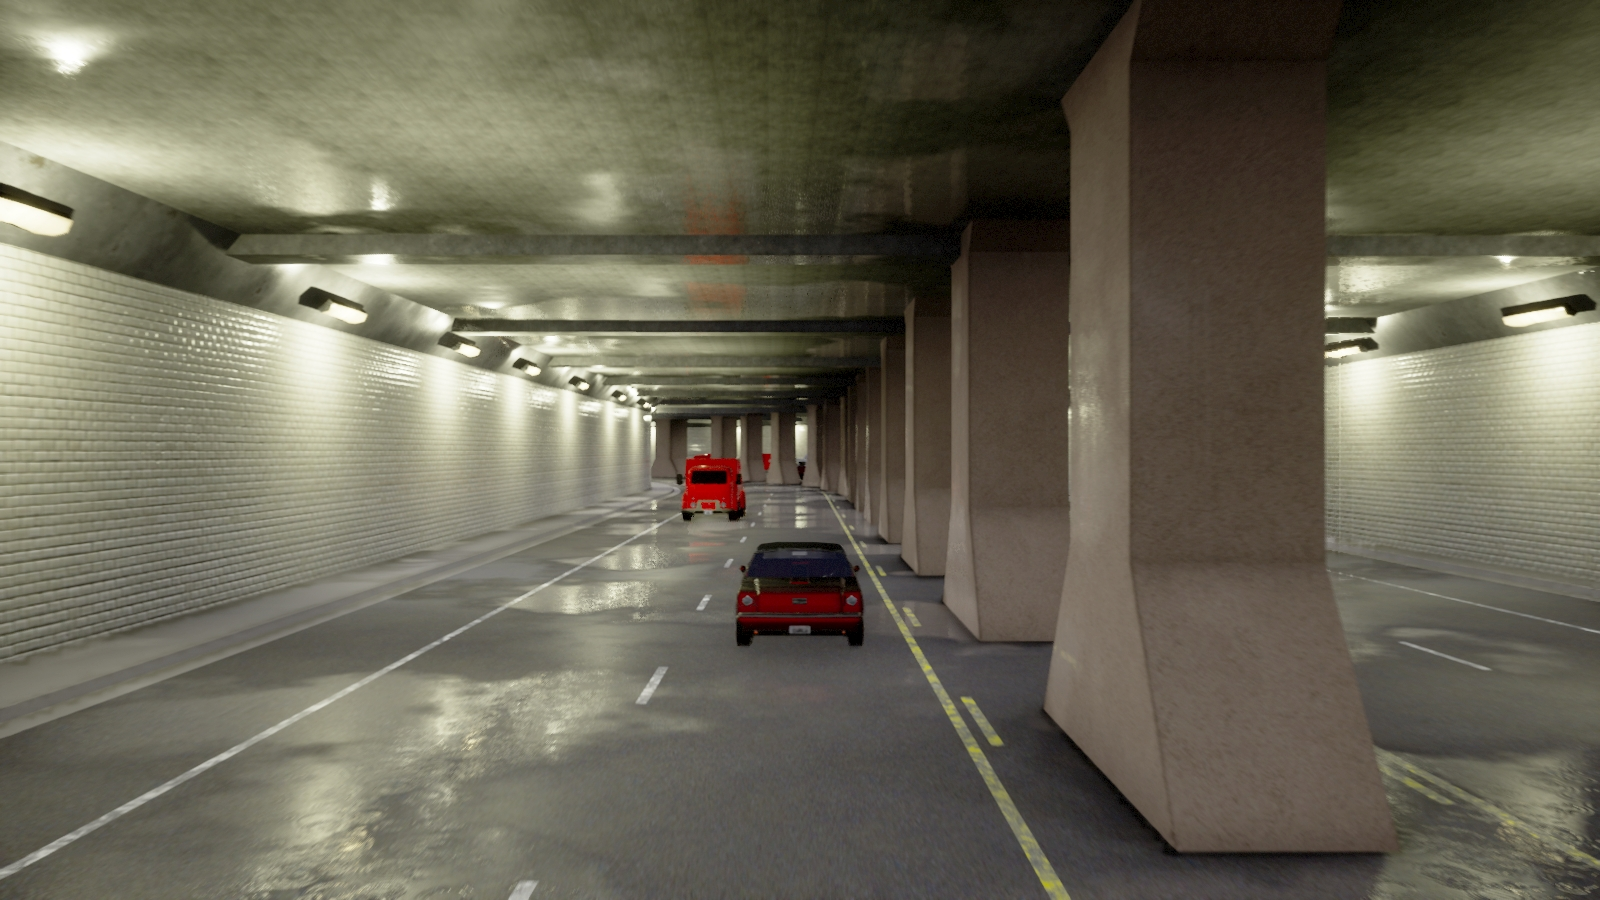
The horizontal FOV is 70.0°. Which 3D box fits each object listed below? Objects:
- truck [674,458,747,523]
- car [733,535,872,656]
[{"bbox_3d":[-3.537,1.568,46.259,2.627,2.467,5.204,0,0,-1],"label":"truck"},{"bbox_3d":[0.028,2.155,17.924,1.895,1.301,4.718,0,0,0],"label":"car"}]
